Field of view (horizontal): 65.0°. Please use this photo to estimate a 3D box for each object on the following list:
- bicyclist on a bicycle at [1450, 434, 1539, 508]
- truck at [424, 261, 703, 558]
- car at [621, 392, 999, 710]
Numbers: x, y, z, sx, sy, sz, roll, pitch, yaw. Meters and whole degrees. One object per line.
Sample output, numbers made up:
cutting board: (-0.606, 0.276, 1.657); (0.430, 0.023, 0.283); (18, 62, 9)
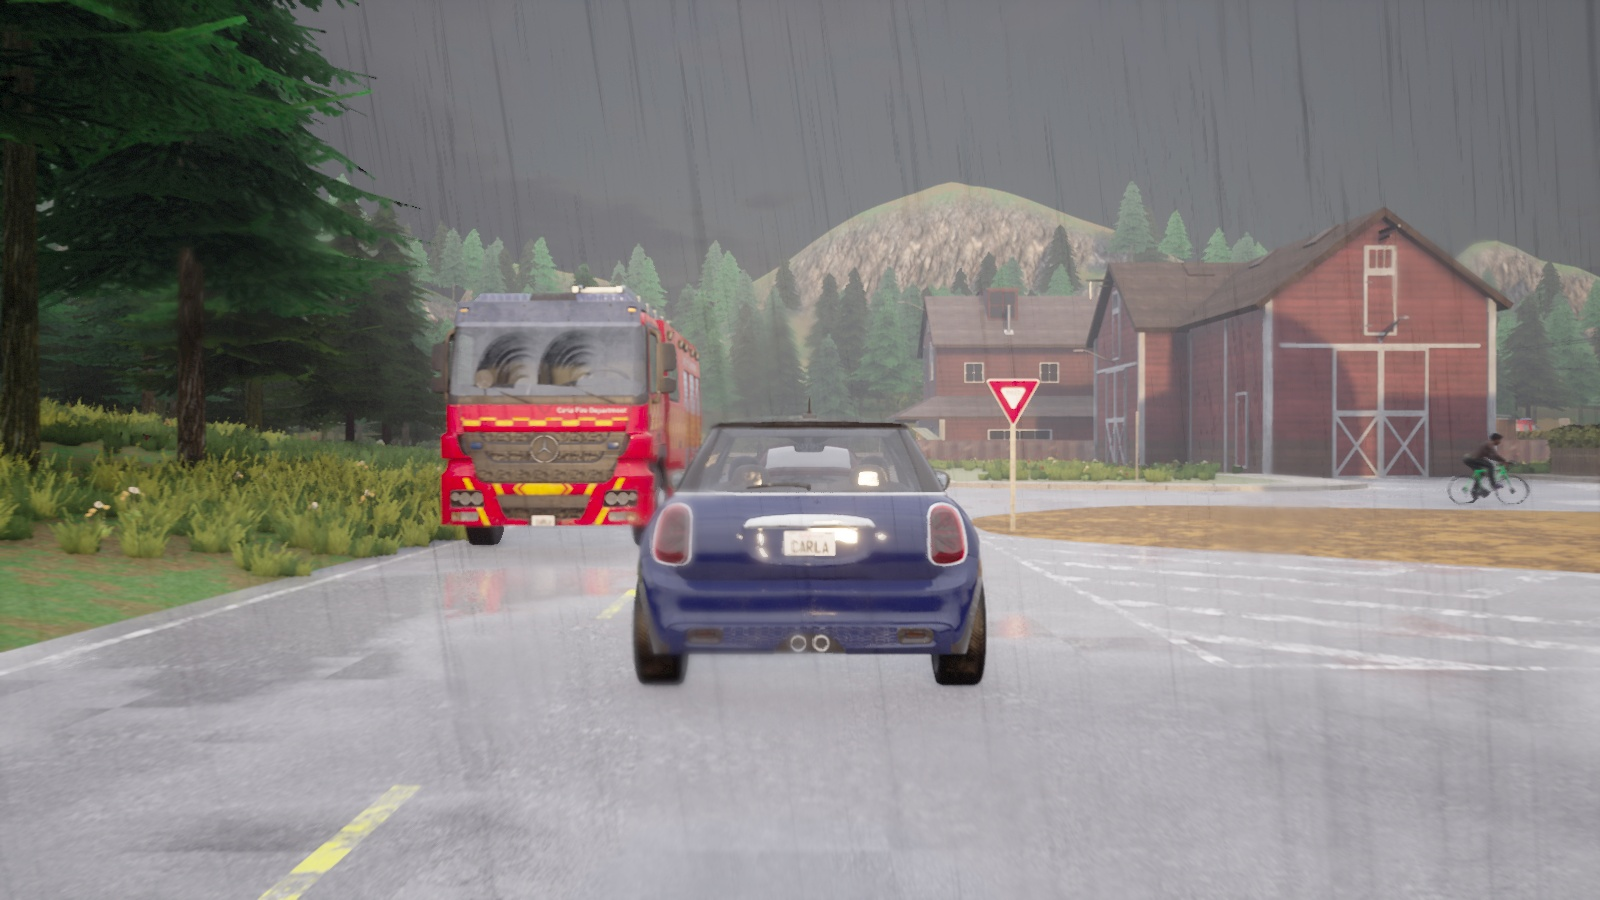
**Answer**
bicyclist on a bicycle: (15.548, 0.466, 28.143); (1.656, 1.620, 0.582); (0, 1, 15)
truck: (-3.368, -0.549, 20.398); (2.891, 3.827, 8.468); (0, 0, 0)
car: (0.068, 0.547, 9.248); (2.097, 1.767, 4.553); (0, 0, 0)
